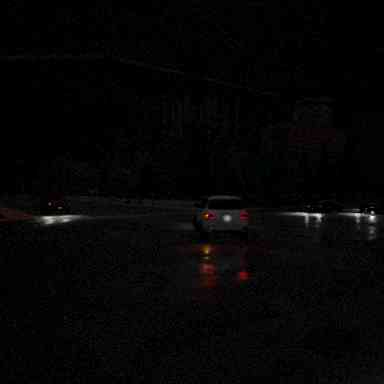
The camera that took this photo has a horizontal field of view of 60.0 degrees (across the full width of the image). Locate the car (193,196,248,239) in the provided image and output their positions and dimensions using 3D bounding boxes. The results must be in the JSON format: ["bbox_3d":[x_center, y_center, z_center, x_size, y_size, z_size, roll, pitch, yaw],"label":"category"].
[{"bbox_3d":[1.378,1.210,17.298,2.150,2.045,5.566,1,0,-4],"label":"car"}]

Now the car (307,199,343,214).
[{"bbox_3d":[14.435,1.489,35.802,4.674,1.442,1.812,0,0,-34],"label":"car"}]

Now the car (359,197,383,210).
[{"bbox_3d":[23.743,1.396,42.397,5.357,1.411,2.033,-2,1,-35],"label":"car"}]

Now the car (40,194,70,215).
[{"bbox_3d":[-14.477,1.213,34.932,2.150,2.045,5.566,0,0,-34],"label":"car"}]

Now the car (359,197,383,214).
[{"bbox_3d":[19.538,1.457,35.101,4.892,1.490,1.837,0,0,-36],"label":"car"}]
